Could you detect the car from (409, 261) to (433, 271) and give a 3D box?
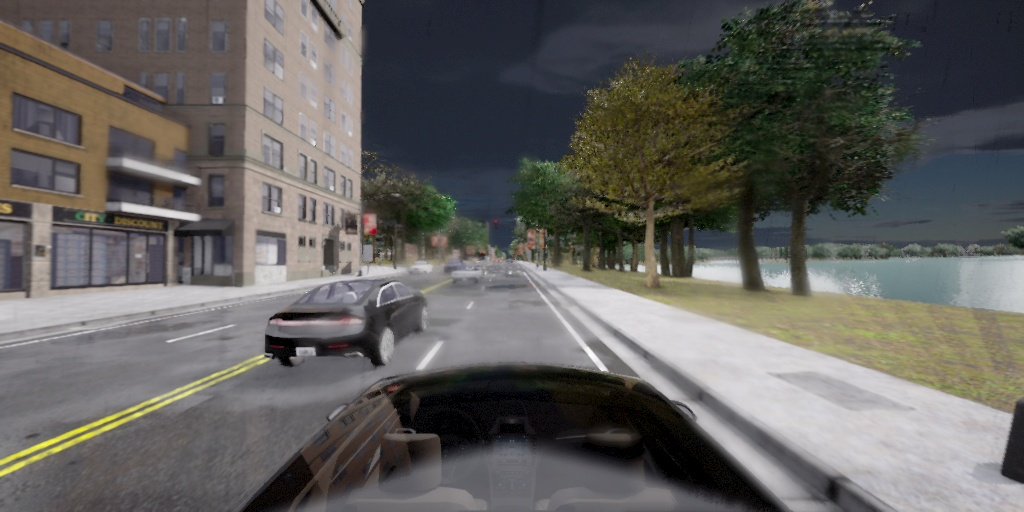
[{"bbox_3d":[-10.011,1.293,39.787,1.812,1.442,4.674,0,0,0],"label":"car"}]

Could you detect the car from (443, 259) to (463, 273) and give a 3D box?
[{"bbox_3d":[-6.753,1.103,42.591,2.097,1.767,4.553,0,0,0],"label":"car"}]

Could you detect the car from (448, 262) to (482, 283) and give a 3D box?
[{"bbox_3d":[-3.293,1.346,27.142,1.895,1.301,4.718,0,0,0],"label":"car"}]

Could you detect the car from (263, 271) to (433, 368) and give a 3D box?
[{"bbox_3d":[-3.176,1.257,7.927,2.128,1.511,4.902,0,0,0],"label":"car"}]
